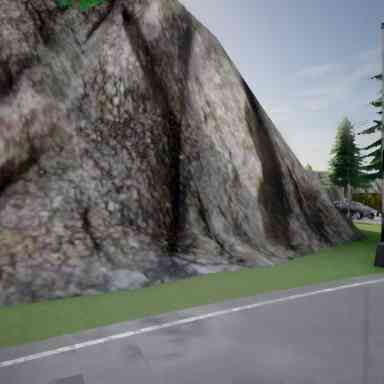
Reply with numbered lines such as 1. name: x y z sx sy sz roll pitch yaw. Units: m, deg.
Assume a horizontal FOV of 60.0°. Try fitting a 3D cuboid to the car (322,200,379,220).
1. car: 13.446 1.490 28.490 2.128 1.511 4.902 0 0 -25
